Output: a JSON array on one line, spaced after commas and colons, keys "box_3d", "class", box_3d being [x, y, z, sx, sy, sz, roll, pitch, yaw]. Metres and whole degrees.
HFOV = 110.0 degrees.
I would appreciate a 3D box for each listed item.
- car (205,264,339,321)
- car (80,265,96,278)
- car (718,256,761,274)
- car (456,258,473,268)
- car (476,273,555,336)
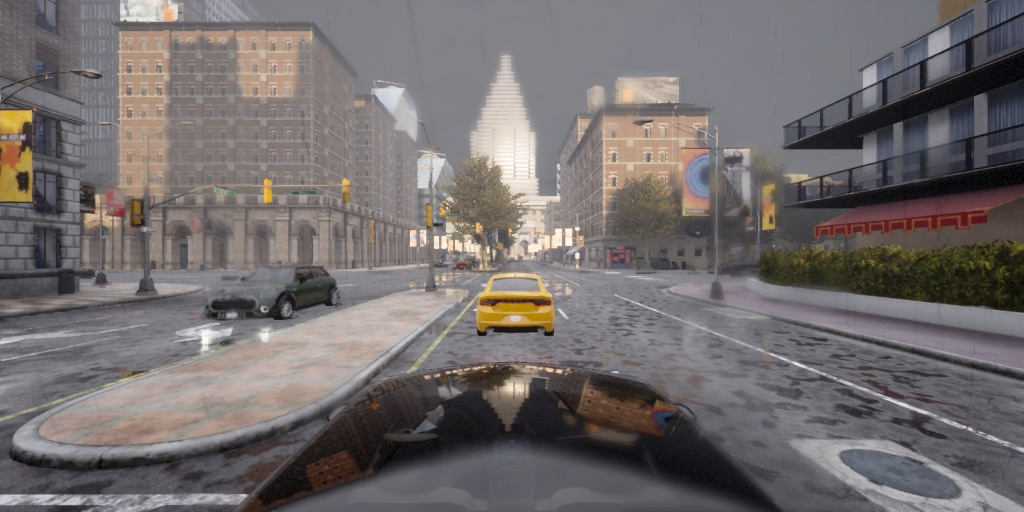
[{"box_3d": [-7.986, 1.100, 12.464, 2.097, 1.767, 4.553, 0, 0, 0], "class": "car"}, {"box_3d": [-40.761, 1.257, 32.403, 4.892, 1.490, 1.837, -1, 0, 0], "class": "car"}, {"box_3d": [26.004, 0.971, 39.763, 5.566, 2.045, 2.150, 0, 0, 0], "class": "car"}, {"box_3d": [-8.001, 1.351, 59.154, 1.895, 1.301, 4.718, 0, 0, 0], "class": "car"}, {"box_3d": [0.092, 1.228, 10.414, 1.882, 1.535, 5.008, 0, 0, 0], "class": "car"}]
